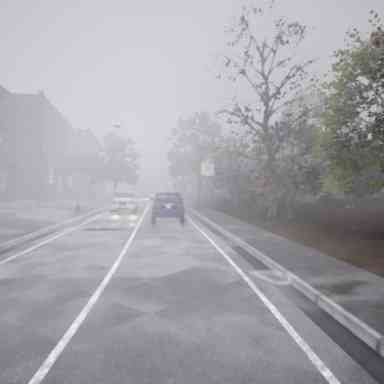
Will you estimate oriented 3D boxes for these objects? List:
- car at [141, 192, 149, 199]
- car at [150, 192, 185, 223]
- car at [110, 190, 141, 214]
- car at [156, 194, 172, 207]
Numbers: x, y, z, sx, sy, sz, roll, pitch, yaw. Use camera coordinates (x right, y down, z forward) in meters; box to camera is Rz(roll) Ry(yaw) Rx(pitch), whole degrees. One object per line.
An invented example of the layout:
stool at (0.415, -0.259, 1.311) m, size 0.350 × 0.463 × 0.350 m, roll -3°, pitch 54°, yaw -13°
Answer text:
car at (-10.382, 0.658, 72.501) m, size 2.128 × 1.511 × 4.902 m, roll 0°, pitch 1°, yaw -6°
car at (-1.719, 0.989, 23.266) m, size 2.150 × 2.045 × 5.566 m, roll 0°, pitch 1°, yaw -6°
car at (-6.249, 0.873, 31.260) m, size 2.150 × 2.045 × 5.566 m, roll 0°, pitch 1°, yaw -6°
car at (-3.603, 1.023, 41.674) m, size 1.882 × 1.535 × 5.008 m, roll 0°, pitch 1°, yaw -6°
